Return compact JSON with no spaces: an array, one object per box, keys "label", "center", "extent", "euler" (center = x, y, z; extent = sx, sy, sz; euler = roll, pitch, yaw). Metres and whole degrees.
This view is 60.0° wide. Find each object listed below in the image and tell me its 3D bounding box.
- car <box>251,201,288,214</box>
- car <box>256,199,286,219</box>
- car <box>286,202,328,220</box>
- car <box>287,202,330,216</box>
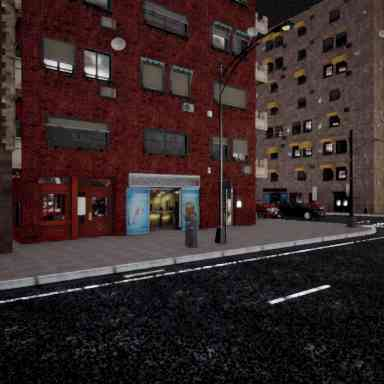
[{"label":"car","center":[9.646,1.901,41.617],"extent":[1.947,1.339,4.313],"euler":[-1,0,-37]},{"label":"car","center":[6.069,1.588,31.992],"extent":[2.192,1.841,5.009],"euler":[-1,0,-37]},{"label":"car","center":[9.982,1.712,31.355],"extent":[1.882,1.535,5.008],"euler":[0,-1,-37]},{"label":"car","center":[12.999,1.847,37.172],"extent":[1.802,1.307,4.206],"euler":[-1,0,-37]}]
